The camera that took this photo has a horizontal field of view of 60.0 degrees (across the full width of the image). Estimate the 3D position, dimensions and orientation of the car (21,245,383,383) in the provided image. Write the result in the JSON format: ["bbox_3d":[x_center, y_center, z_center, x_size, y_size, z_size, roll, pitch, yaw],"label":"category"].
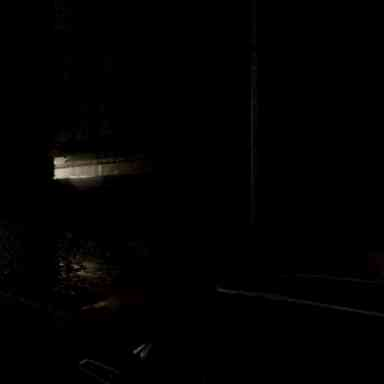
[{"bbox_3d":[0.969,1.317,2.157,5.009,1.841,2.192,0,0,36],"label":"car"}]
